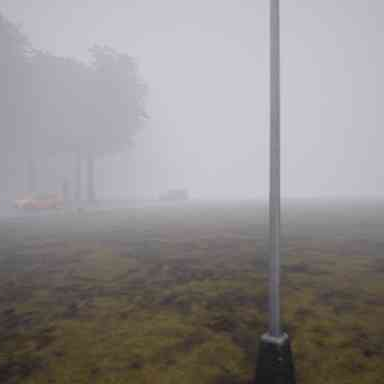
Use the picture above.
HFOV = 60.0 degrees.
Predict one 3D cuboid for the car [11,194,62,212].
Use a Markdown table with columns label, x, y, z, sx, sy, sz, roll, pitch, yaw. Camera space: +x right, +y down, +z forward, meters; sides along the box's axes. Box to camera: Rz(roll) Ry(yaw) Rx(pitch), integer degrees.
| label | x | y | z | sx | sy | sz | roll | pitch | yaw |
| --- | --- | --- | --- | --- | --- | --- | --- | --- | --- |
| car | -15.432 | 0.988 | 33.141 | 2.097 | 1.767 | 4.553 | 1 | 1 | 36 |

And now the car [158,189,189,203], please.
| label | x | y | z | sx | sy | sz | roll | pitch | yaw |
| --- | --- | --- | --- | --- | --- | --- | --- | --- | --- |
| car | -2.758 | 0.510 | 50.795 | 2.150 | 2.045 | 5.566 | 1 | 1 | 36 |
